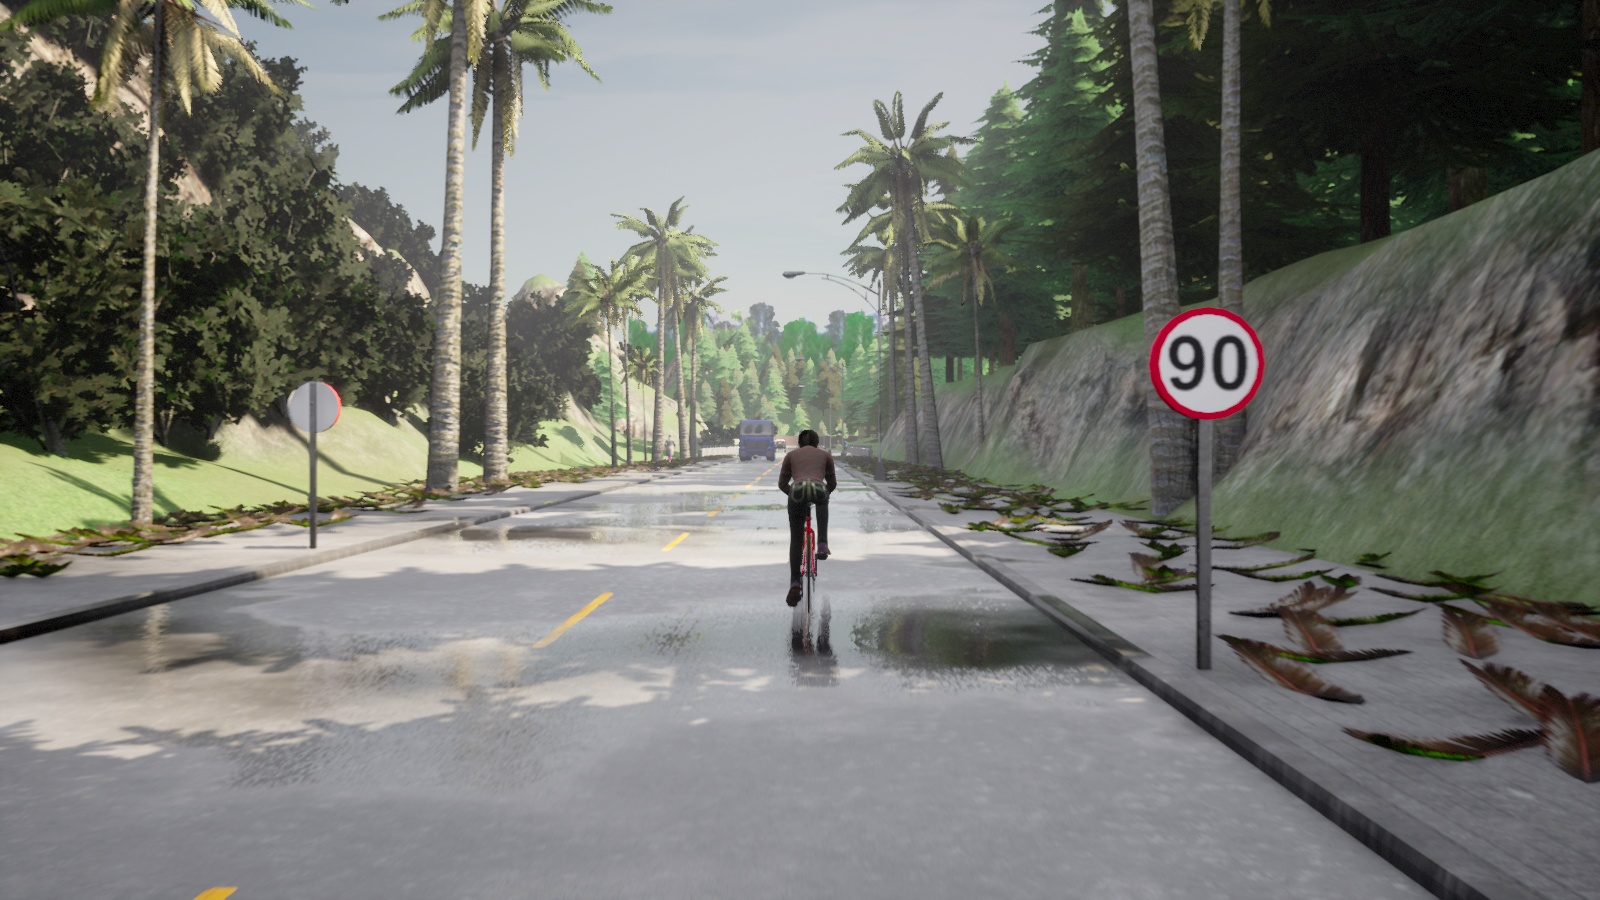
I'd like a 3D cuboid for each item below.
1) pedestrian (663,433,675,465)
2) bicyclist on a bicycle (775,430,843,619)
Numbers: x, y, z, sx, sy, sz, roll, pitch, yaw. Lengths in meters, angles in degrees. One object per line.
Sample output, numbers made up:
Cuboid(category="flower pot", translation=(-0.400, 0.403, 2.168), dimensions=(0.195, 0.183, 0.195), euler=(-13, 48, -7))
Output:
Cuboid(category="pedestrian", translation=(-8.176, -0.073, 78.665), dimensions=(0.659, 1.952, 0.873), euler=(0, 0, 0))
Cuboid(category="bicyclist on a bicycle", translation=(0.078, 0.634, 11.580), dimensions=(0.582, 1.620, 1.656), euler=(0, 0, 0))
